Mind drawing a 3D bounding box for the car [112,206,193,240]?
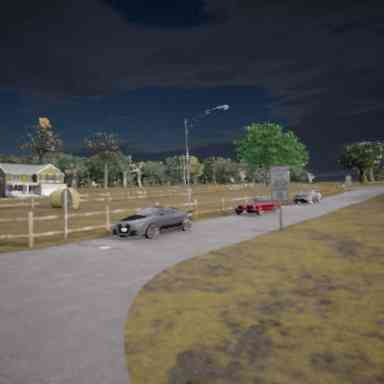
[{"bbox_3d":[-1.781,1.363,15.857,1.994,1.385,4.181,-2,0,35],"label":"car"}]

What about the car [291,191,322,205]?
[{"bbox_3d":[12.410,0.573,35.791,2.033,1.411,5.357,-2,1,36],"label":"car"}]

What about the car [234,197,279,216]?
[{"bbox_3d":[5.014,1.047,25.408,1.895,1.301,4.718,-2,0,35],"label":"car"}]
